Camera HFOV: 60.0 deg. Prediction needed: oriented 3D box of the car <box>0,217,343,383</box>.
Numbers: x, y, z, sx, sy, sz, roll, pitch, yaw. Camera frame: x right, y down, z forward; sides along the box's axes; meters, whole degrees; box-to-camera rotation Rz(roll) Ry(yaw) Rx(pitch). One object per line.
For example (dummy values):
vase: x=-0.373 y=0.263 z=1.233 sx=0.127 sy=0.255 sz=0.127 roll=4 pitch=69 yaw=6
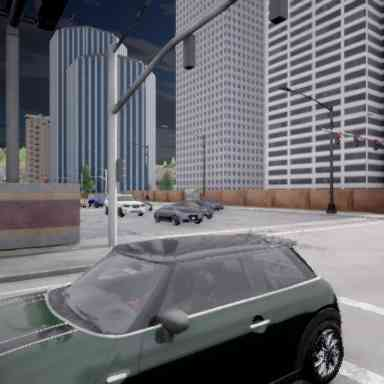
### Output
car: x=-0.351 y=1.352 z=3.741 sx=4.553 sy=1.767 sz=2.097 roll=0 pitch=0 yaw=-35

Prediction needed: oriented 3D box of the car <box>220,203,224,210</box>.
car: x=1.454 y=1.545 z=38.708 sx=2.033 sy=1.411 sz=5.357 roll=0 pitch=0 yaw=-35

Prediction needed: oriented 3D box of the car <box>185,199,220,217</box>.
car: x=-0.091 y=1.503 z=28.420 sx=1.837 sy=1.490 sz=4.892 roll=0 pitch=0 yaw=-35

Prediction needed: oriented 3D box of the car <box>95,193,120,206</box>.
car: x=-13.880 y=1.219 z=54.411 sx=2.150 sy=2.045 sz=5.566 roll=0 pitch=0 yaw=-35

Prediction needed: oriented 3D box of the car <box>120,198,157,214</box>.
car: x=-6.053 y=1.489 z=36.888 sx=2.128 sy=1.511 sz=4.902 roll=0 pitch=0 yaw=-35

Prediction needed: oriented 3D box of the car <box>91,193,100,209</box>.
car: x=-13.060 y=1.221 z=46.859 sx=2.150 sy=2.045 sz=5.566 roll=0 pitch=0 yaw=-35

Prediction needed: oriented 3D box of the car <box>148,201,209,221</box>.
car: x=-1.055 y=1.563 z=23.713 sx=1.994 sy=1.385 sz=4.181 roll=0 pitch=0 yaw=-35

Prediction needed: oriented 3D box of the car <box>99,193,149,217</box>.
car: x=-6.455 y=1.220 z=31.374 sx=2.150 sy=2.045 sz=5.566 roll=0 pitch=0 yaw=-35

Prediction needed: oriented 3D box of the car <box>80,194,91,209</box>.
car: x=-16.005 y=1.221 z=44.978 sx=2.150 sy=2.045 sz=5.566 roll=0 pitch=0 yaw=-35
